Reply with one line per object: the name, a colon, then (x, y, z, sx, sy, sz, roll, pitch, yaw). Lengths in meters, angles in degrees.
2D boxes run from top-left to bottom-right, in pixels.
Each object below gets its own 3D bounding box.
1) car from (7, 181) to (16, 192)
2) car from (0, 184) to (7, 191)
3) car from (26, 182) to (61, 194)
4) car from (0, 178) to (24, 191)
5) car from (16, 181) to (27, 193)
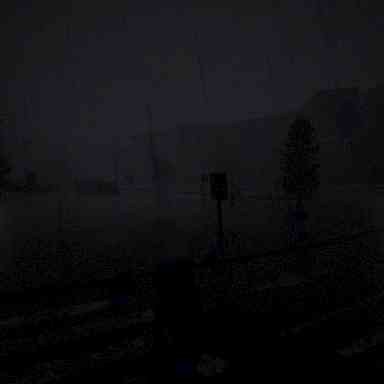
car: (-26.317, -0.863, 52.969, 2.002, 1.452, 4.674, 0, 6, 16)
car: (-28.717, -1.028, 54.678, 2.097, 1.535, 5.008, 1, 6, 16)
car: (-21.554, -0.611, 49.455, 2.163, 1.488, 4.792, 1, 6, 17)
car: (-31.154, -1.270, 56.316, 2.185, 1.767, 4.553, 0, 6, 15)
car: (-23.917, -0.775, 51.241, 2.231, 1.521, 4.892, 1, 6, 17)
